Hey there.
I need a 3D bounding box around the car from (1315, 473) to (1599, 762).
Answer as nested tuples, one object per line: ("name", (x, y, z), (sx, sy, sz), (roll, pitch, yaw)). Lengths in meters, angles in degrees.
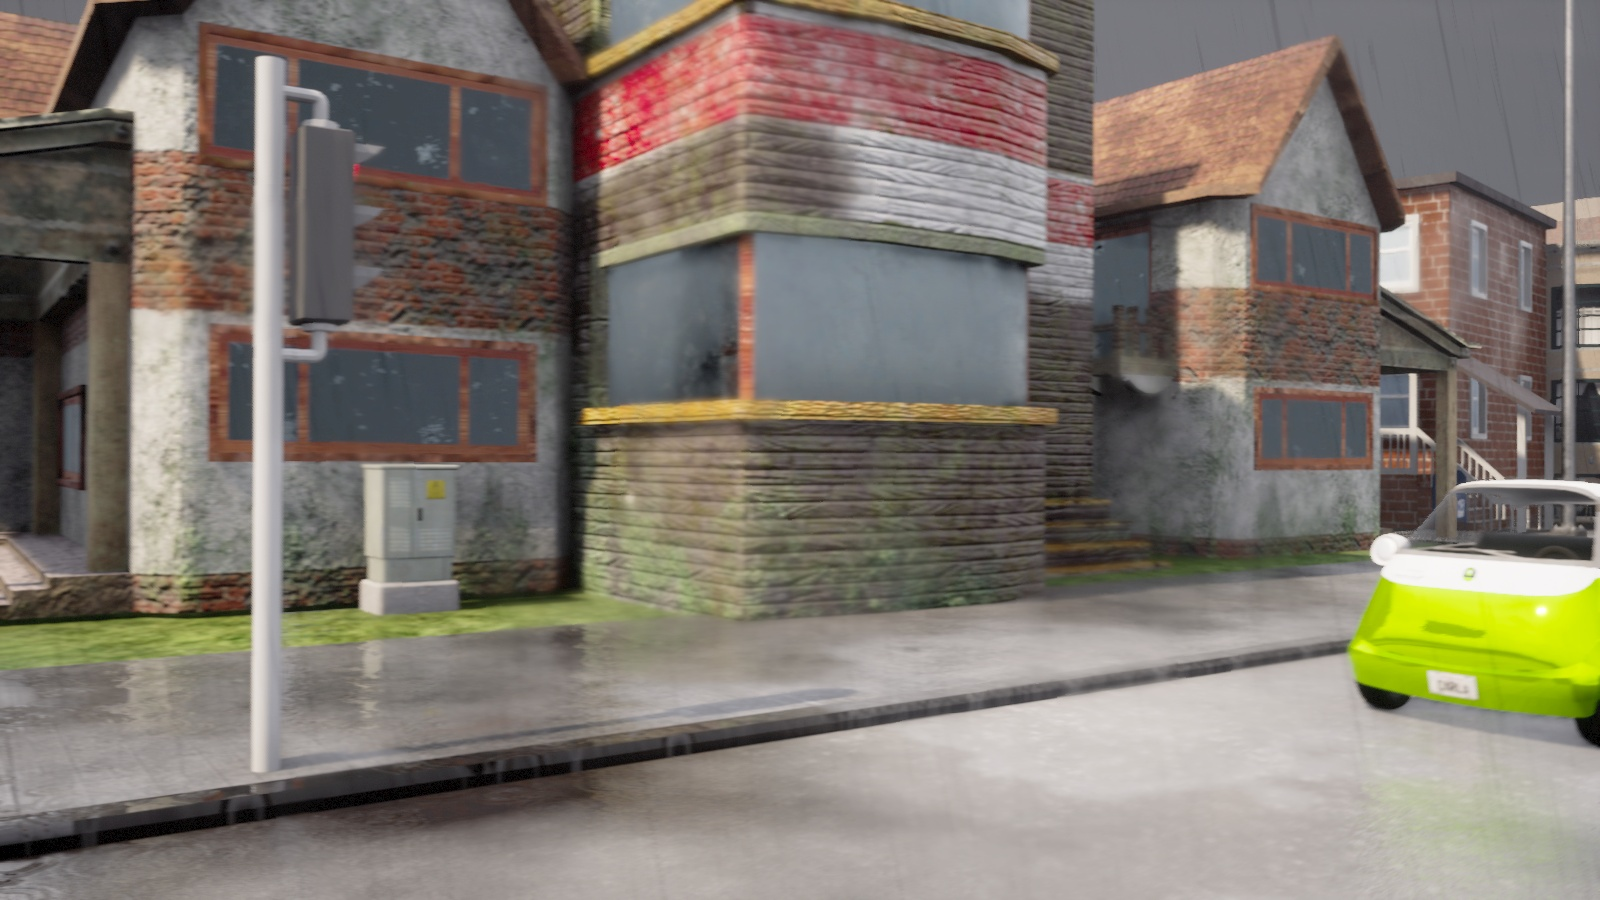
("car", (4.325, 0.836, 7.334), (2.207, 1.376, 1.481), (1, -1, -35))
